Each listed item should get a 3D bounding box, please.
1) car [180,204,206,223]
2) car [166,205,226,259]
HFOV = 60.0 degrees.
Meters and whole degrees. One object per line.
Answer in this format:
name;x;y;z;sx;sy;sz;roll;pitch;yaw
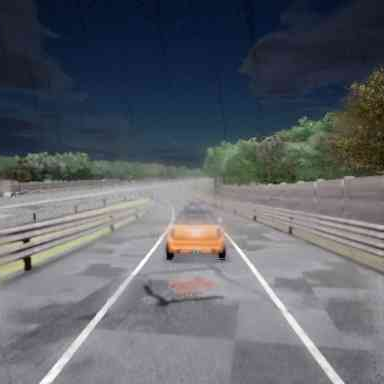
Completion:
car;0.042;1.801;28.438;1.994;1.385;4.181;0;0;-1
car;0.169;1.465;13.279;2.097;1.767;4.553;0;-1;1
